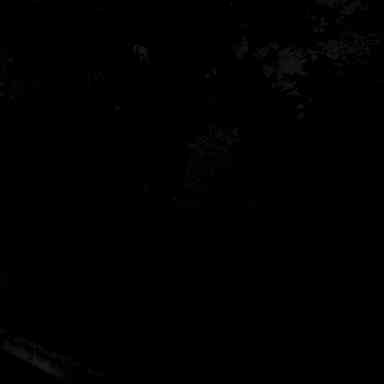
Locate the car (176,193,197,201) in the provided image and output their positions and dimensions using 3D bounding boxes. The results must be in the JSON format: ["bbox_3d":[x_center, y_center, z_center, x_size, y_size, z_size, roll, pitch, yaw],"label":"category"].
[{"bbox_3d":[-1.985,1.357,93.603,2.435,2.045,5.566,6,1,42],"label":"car"}]
